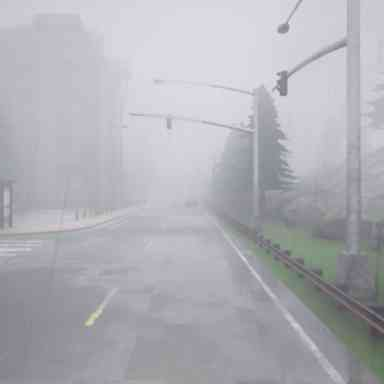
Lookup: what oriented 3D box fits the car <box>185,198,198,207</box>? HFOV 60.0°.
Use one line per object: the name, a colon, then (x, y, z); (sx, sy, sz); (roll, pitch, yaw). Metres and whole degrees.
car: (-0.054, 1.546, 50.762); (1.994, 1.385, 4.181); (0, 0, 0)
